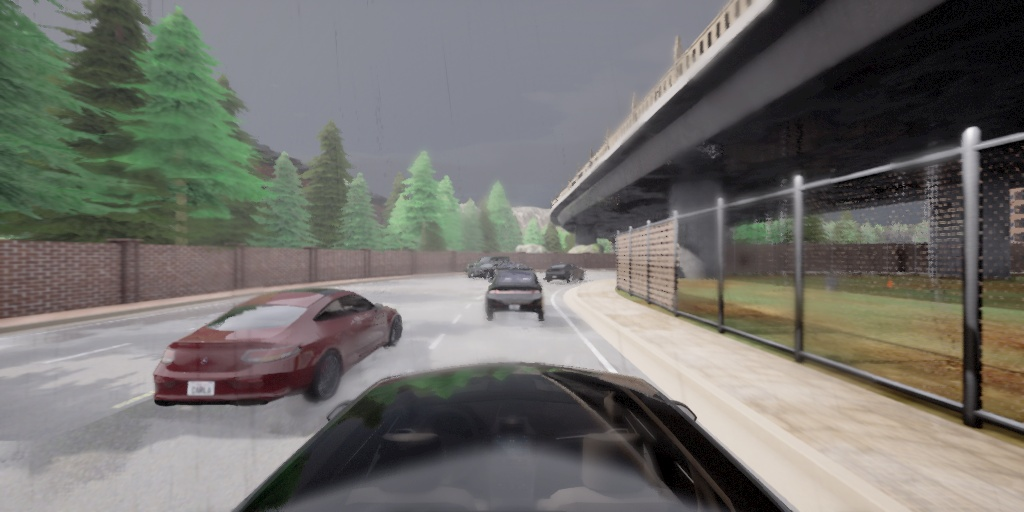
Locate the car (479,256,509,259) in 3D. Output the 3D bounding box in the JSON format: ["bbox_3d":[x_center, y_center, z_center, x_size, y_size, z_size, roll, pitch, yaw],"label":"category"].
[{"bbox_3d":[-2.331,1.012,37.253,2.150,2.045,5.566,0,0,38],"label":"car"}]

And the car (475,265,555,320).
[{"bbox_3d":[0.176,1.254,12.609,2.128,1.511,4.902,0,0,2],"label":"car"}]

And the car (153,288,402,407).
[{"bbox_3d":[-3.410,1.281,6.243,1.812,1.442,4.674,0,0,0],"label":"car"}]

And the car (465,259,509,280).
[{"bbox_3d":[-1.925,1.261,31.586,1.882,1.535,5.008,0,0,32],"label":"car"}]

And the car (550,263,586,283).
[{"bbox_3d":[4.292,1.283,28.193,1.837,1.490,4.892,-1,-1,30],"label":"car"}]

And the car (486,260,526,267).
[{"bbox_3d":[0.340,1.270,28.138,2.128,1.511,4.902,0,0,26],"label":"car"}]
